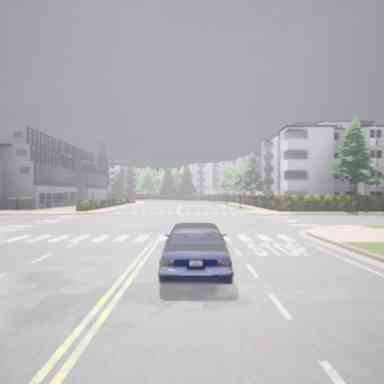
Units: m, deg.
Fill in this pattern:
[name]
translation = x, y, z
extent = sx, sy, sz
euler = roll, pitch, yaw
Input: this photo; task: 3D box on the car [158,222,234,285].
[car]
translation = 0.103, 1.601, 9.707
extent = 2.033, 1.411, 5.357
euler = 0, 0, 0
